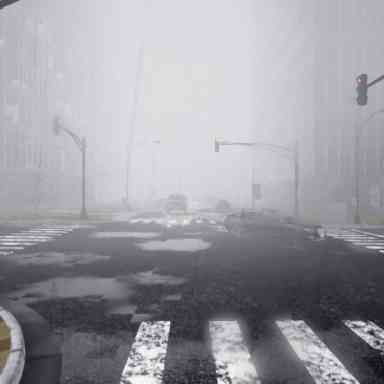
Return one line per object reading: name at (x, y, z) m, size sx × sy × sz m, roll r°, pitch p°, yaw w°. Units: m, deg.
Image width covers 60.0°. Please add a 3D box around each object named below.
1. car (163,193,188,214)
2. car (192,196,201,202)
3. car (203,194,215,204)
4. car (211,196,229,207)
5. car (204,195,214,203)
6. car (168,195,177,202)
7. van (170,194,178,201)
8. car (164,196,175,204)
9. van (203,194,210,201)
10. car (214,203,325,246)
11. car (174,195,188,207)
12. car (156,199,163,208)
car at (-1.617, 1.237, 35.859) m, size 2.150 × 2.045 × 5.566 m, roll 0°, pitch 0°, yaw 0°
car at (0.962, 1.512, 73.077) m, size 1.812 × 1.442 × 4.674 m, roll 0°, pitch 0°, yaw 0°
car at (3.590, 1.312, 63.904) m, size 2.192 × 1.841 × 5.009 m, roll 0°, pitch 0°, yaw 0°
car at (3.800, 1.579, 41.796) m, size 1.947 × 1.339 × 4.313 m, roll 0°, pitch 0°, yaw 0°
car at (3.550, 1.431, 69.433) m, size 1.967 × 1.590 × 4.097 m, roll 0°, pitch 0°, yaw 0°
car at (-4.371, 1.425, 74.903) m, size 1.967 × 1.590 × 4.097 m, roll 0°, pitch 0°, yaw 0°
van at (-4.411, 1.320, 80.430) m, size 1.690 × 1.788 × 3.998 m, roll 0°, pitch 0°, yaw 0°
car at (-4.290, 1.563, 63.848) m, size 1.947 × 1.339 × 4.313 m, roll 0°, pitch 0°, yaw 0°
van at (3.469, 1.320, 80.487) m, size 1.690 × 1.788 × 3.998 m, roll 0°, pitch 0°, yaw 0°
car at (3.814, 1.560, 16.094) m, size 4.902 × 1.511 × 2.128 m, roll 2°, pitch 1°, yaw 41°
car at (-1.735, 1.360, 52.937) m, size 2.097 × 1.767 × 4.553 m, roll 0°, pitch 0°, yaw 0°
car at (-4.170, 1.592, 47.265) m, size 1.802 × 1.307 × 4.206 m, roll 0°, pitch 0°, yaw 0°
